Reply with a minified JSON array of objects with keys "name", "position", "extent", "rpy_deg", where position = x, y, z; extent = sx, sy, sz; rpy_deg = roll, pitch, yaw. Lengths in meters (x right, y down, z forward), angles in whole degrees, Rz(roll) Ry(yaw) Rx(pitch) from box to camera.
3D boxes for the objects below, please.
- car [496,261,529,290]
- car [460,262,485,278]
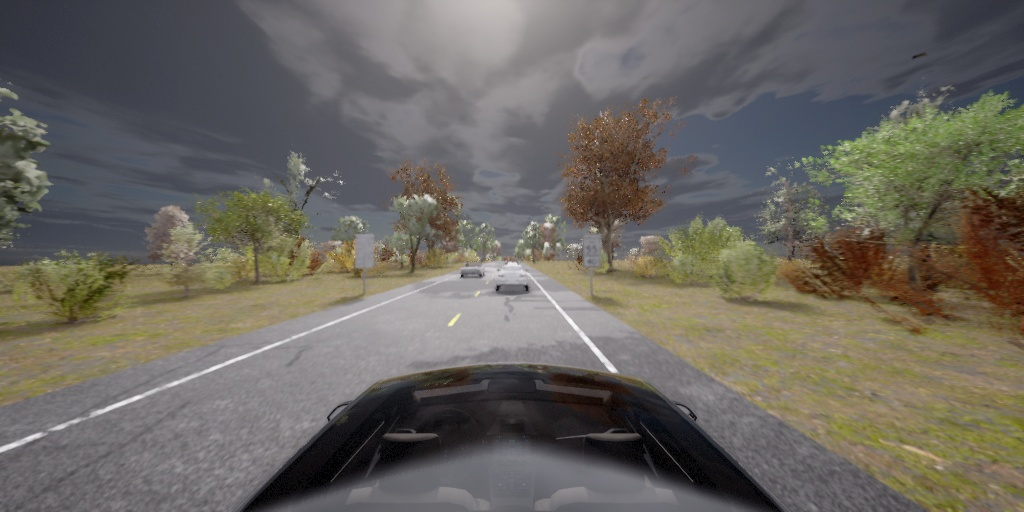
[{"name":"car","position":[0.025,1.188,21.487],"extent":[1.812,1.442,4.674],"rpy_deg":[0,0,0]},{"name":"car","position":[-3.532,1.233,32.643],"extent":[1.895,1.301,4.718],"rpy_deg":[0,0,0]}]
